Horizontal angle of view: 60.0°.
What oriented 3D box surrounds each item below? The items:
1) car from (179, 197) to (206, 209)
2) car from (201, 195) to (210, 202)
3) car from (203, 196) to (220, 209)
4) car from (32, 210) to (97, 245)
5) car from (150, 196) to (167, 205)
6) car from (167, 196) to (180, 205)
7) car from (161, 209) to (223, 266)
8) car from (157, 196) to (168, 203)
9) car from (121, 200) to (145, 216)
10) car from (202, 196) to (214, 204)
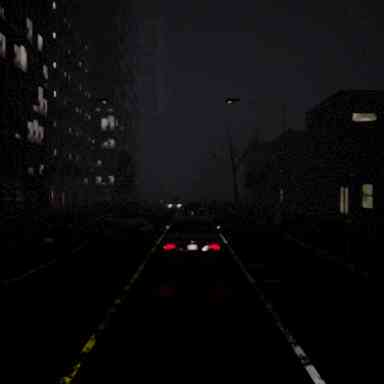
[{"bbox_3d":[0.058,1.480,29.303,1.812,1.442,4.674,0,0,0],"label":"car"},{"bbox_3d":[2.825,1.420,71.985,1.752,1.417,4.829,-1,0,0],"label":"car"},{"bbox_3d":[2.723,1.516,43.594,1.802,1.307,4.206,-1,0,0],"label":"car"},{"bbox_3d":[-5.698,1.542,15.434,1.947,1.339,4.313,-1,0,0],"label":"car"},{"bbox_3d":[-5.791,1.469,54.941,2.008,1.369,4.403,-1,0,0],"label":"car"},{"bbox_3d":[-3.039,1.390,58.732,1.882,1.535,5.008,0,0,1],"label":"car"},{"bbox_3d":[0.031,1.529,11.426,2.033,1.411,5.357,0,0,1],"label":"car"},{"bbox_3d":[-5.815,1.447,66.230,1.887,1.381,4.507,-1,0,0],"label":"car"},{"bbox_3d":[-5.694,1.496,32.366,1.887,1.381,4.507,-1,0,0],"label":"car"},{"bbox_3d":[2.823,1.460,60.526,2.008,1.369,4.403,-1,0,0],"label":"car"}]
